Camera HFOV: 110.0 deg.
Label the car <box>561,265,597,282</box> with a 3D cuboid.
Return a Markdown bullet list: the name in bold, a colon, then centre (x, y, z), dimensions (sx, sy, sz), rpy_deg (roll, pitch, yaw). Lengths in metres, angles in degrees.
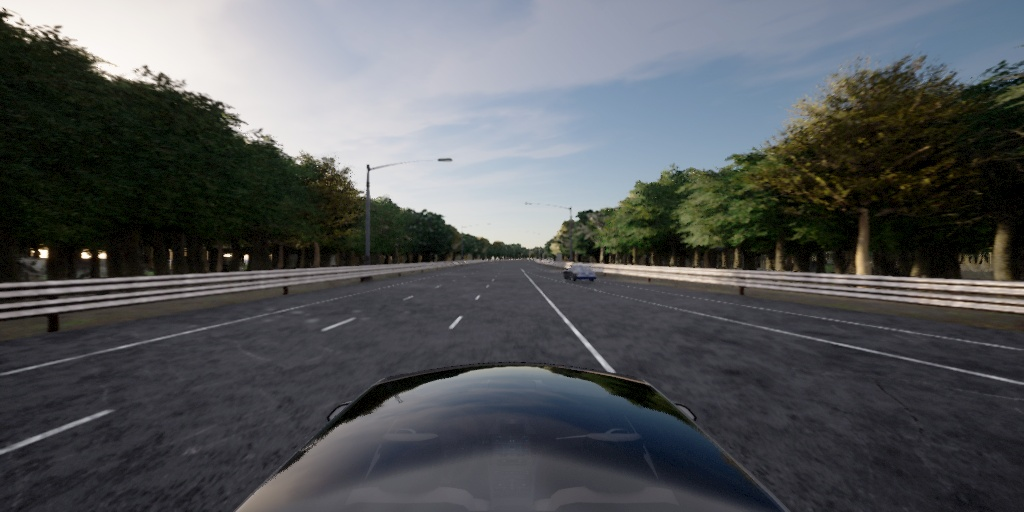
- **car**: centre (5.877, 1.532, 31.985), dimensions (2.033, 1.411, 5.357), rpy_deg (0, 0, -7)
